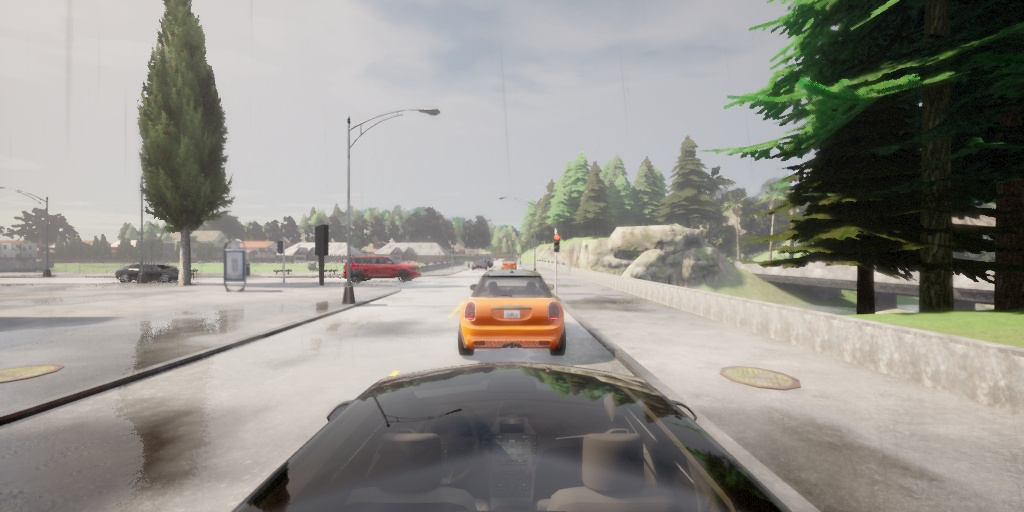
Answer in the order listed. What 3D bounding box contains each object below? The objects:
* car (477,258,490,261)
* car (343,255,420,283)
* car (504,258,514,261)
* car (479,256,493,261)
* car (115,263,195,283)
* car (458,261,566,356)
[{"bbox_3d":[-4.549,1.313,51.197,1.994,1.385,4.181,0,0,0],"label":"car"},{"bbox_3d":[-9.907,0.973,27.432,5.566,2.045,2.150,0,0,-6],"label":"car"},{"bbox_3d":[-0.399,1.101,51.273,2.097,1.767,4.553,0,0,0],"label":"car"},{"bbox_3d":[-4.622,0.971,60.793,2.150,2.045,5.566,0,0,0],"label":"car"},{"bbox_3d":[-26.738,1.256,26.949,4.892,1.490,1.837,0,0,-1],"label":"car"},{"bbox_3d":[-0.003,1.102,8.792,2.097,1.767,4.553,0,0,0],"label":"car"}]
